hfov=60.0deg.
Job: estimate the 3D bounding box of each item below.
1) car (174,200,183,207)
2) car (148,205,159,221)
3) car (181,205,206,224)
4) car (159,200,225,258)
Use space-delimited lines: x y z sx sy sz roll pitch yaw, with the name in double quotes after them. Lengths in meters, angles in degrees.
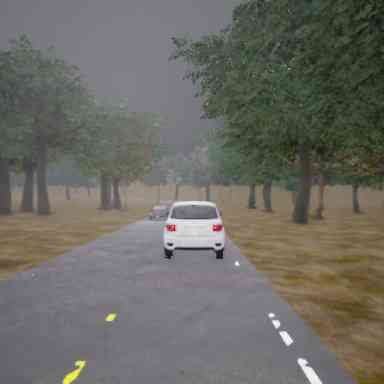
-2.979 2.464 73.382 1.882 1.535 5.008 0 -1 0 "car"
-3.087 1.973 32.299 1.812 1.442 4.674 0 -1 0 "car"
0.105 1.963 29.744 2.033 1.411 5.357 0 -1 0 "car"
0.091 1.404 13.719 2.150 2.045 5.566 0 -1 0 "car"
